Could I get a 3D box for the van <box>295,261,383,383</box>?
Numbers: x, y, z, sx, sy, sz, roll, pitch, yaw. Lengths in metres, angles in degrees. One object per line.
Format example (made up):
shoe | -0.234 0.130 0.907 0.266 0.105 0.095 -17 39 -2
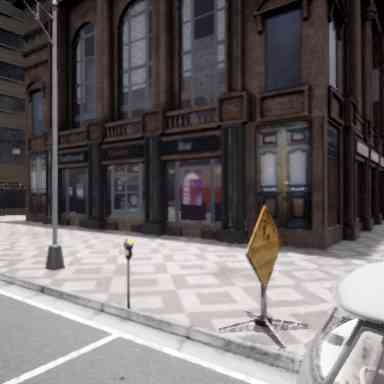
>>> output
van | 2.383 1.338 1.265 3.998 1.788 1.690 0 0 35
